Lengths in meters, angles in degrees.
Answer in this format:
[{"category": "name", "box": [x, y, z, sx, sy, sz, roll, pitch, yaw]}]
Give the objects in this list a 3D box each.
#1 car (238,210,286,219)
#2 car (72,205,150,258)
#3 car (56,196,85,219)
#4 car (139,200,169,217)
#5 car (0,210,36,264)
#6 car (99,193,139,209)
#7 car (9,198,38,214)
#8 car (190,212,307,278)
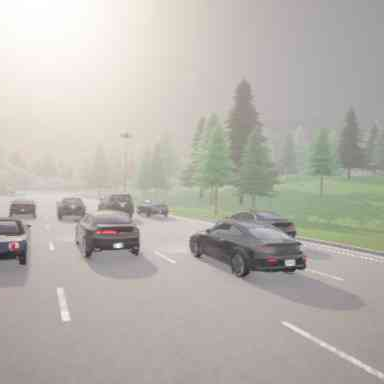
[{"category": "car", "box": [2.881, 1.610, 16.006, 1.837, 1.490, 4.892, 1, 0, -24]}, {"category": "car", "box": [-3.325, 1.452, 12.746, 1.837, 1.490, 4.892, 1, -1, -24]}, {"category": "car", "box": [-9.931, 1.174, 27.260, 2.097, 1.767, 4.553, 1, 0, -24]}, {"category": "car", "box": [-3.669, 1.472, 30.393, 2.128, 1.511, 4.902, 1, 0, -24]}, {"category": "car", "box": [-6.325, 1.473, 10.884, 1.895, 1.301, 4.718, 1, 0, -24]}, {"category": "car", "box": [-6.449, 1.128, 28.067, 2.150, 2.045, 5.566, 1, 0, -24]}, {"category": "car", "box": [-13.892, 1.204, 27.524, 1.882, 1.535, 5.008, 1, 0, -24]}, {"category": "car", "box": [1.537, 1.586, 10.466, 1.812, 1.442, 4.674, 1, 0, -24]}]
